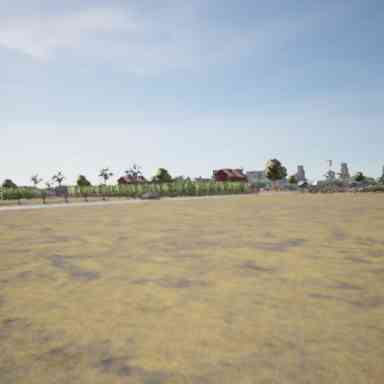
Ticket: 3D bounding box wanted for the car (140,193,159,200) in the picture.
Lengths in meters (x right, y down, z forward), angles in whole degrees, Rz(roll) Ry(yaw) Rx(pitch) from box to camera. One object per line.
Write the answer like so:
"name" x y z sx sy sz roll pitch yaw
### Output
"car" -8.421 0.907 65.934 1.994 1.385 4.181 0 1 36
